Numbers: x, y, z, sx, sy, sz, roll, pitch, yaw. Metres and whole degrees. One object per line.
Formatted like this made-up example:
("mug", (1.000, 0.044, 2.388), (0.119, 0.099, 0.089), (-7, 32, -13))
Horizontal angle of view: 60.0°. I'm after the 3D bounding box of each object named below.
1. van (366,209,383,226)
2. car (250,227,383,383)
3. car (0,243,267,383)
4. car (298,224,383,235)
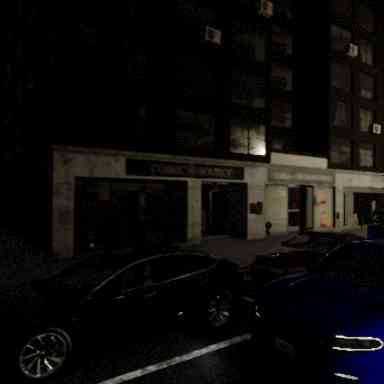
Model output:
("van", (7.768, 1.475, 11.729), (3.998, 1.788, 1.690), (1, 0, -36))
("car", (3.099, 1.534, 5.264), (5.008, 1.535, 1.882), (1, -1, -35))
("car", (-1.046, 1.589, 5.441), (4.313, 1.339, 1.947), (1, 0, -36))
("car", (3.360, 1.661, 8.584), (4.206, 1.307, 1.802), (1, 0, -36))
